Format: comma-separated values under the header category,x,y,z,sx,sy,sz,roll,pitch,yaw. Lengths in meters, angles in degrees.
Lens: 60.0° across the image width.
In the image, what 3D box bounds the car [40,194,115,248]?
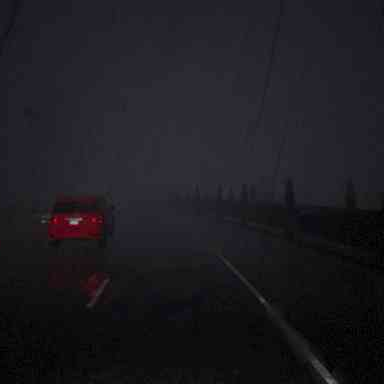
category,x,y,z,sx,sy,sz,roll,pitch,yaw
car,-4.805,1.238,15.053,2.150,2.045,5.566,0,0,-9

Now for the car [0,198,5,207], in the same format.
category,x,y,z,sx,sy,sz,roll,pitch,yaw
car,-28.010,1.614,47.800,2.033,1.411,5.357,0,0,-31

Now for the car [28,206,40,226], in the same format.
category,x,y,z,sx,sy,sz,roll,pitch,yaw
car,-10.150,1.629,23.656,1.895,1.301,4.718,0,0,-14

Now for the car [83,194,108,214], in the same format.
category,x,y,z,sx,sy,sz,roll,pitch,yaw
car,-10.811,1.262,36.934,2.150,2.045,5.566,0,0,-22

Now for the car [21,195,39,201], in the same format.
category,x,y,z,sx,sy,sz,roll,pitch,yaw
car,-40.748,1.582,84.474,5.008,1.535,1.882,0,0,38

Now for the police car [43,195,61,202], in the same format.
category,x,y,z,sx,sy,sz,roll,pitch,yaw
police car,-32.530,1.516,77.355,5.238,1.638,1.930,0,0,44
